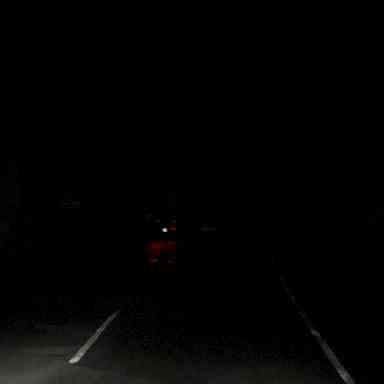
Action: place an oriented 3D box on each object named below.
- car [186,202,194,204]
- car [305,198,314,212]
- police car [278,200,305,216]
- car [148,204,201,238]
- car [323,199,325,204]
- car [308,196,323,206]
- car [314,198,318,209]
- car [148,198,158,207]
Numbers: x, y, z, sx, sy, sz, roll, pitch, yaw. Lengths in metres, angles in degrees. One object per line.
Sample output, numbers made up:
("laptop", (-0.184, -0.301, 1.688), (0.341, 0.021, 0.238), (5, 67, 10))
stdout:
("car", (-0.320, 1.885, 40.804), (2.033, 1.411, 5.357), (0, -1, 26))
("car", (15.473, 1.953, 46.565), (1.837, 1.490, 4.892), (0, -1, 26))
("police car", (11.110, 1.783, 37.691), (1.930, 1.638, 5.238), (0, -1, 26))
("car", (-0.788, 1.659, 18.922), (1.837, 1.490, 4.892), (0, -1, 13))
("car", (32.194, 2.266, 83.203), (1.812, 1.442, 4.674), (0, -1, 26))
("car", (25.195, 1.786, 69.009), (2.150, 2.045, 5.566), (0, -1, 26))
("car", (18.121, 2.029, 51.949), (1.812, 1.442, 4.674), (0, -1, 26))
("car", (-3.404, 1.559, 42.464), (2.150, 2.045, 5.566), (0, 0, 26))
